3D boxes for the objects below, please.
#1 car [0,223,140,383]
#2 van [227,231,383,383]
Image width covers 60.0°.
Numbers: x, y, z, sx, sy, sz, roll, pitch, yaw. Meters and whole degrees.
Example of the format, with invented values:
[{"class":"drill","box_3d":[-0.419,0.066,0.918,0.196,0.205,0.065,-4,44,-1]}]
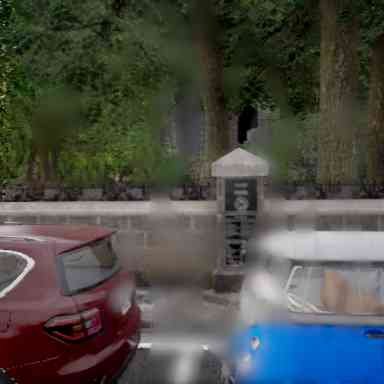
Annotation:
[{"class":"car","box_3d":[-3.093,1.319,3.798,5.009,1.841,2.192,0,0,5]},{"class":"van","box_3d":[2.410,1.306,3.320,3.998,1.788,1.690,0,0,5]}]
